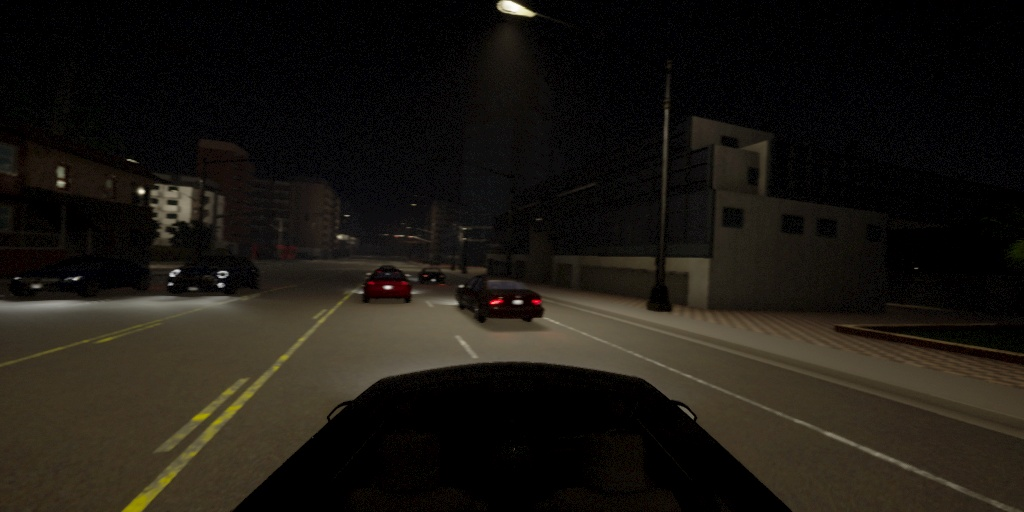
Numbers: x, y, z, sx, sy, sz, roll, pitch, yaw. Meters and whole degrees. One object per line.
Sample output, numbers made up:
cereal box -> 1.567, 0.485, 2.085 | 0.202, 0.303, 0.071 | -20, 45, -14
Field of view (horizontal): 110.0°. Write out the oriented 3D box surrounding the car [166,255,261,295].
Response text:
car -> -13.198, 0.737, 16.204 | 2.097, 1.767, 4.553 | 3, -2, -19

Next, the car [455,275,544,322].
car -> -0.658, 1.374, 12.606 | 2.033, 1.411, 5.357 | 3, -1, -19

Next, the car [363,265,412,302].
car -> -5.666, 1.259, 16.391 | 1.994, 1.385, 4.181 | 3, -2, -19

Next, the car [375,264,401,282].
car -> -11.056, 1.509, 31.954 | 1.994, 1.385, 4.181 | 3, -2, -19

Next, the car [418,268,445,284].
car -> -7.064, 1.686, 31.105 | 1.895, 1.301, 4.718 | 3, -2, -19

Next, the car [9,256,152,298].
car -> -16.065, 0.729, 13.768 | 1.812, 1.442, 4.674 | 3, -2, -19
